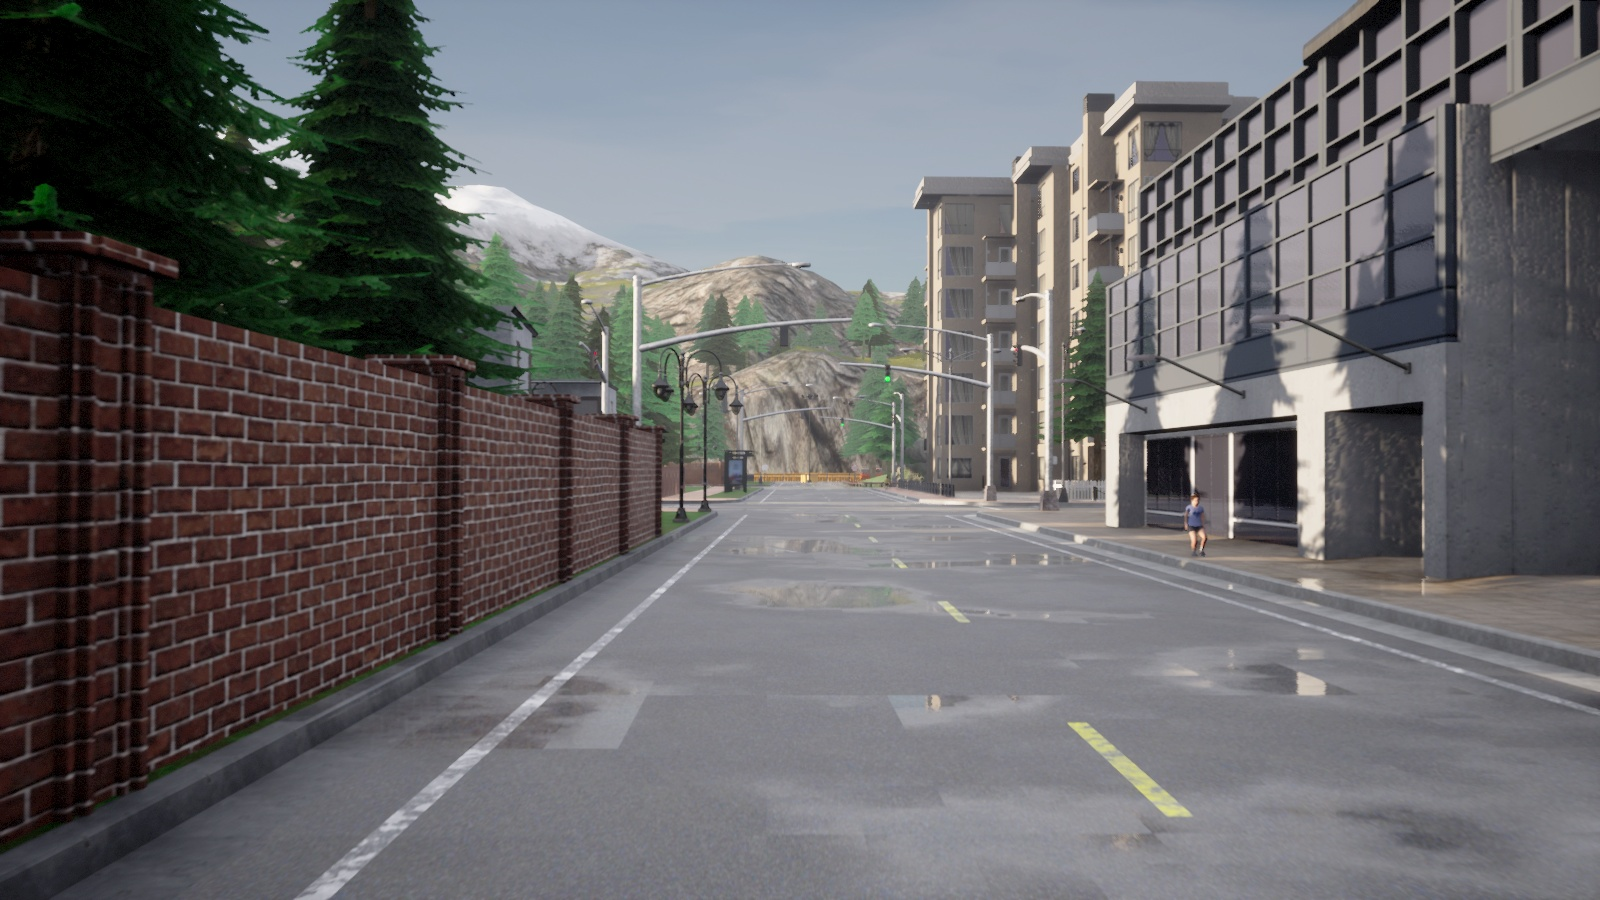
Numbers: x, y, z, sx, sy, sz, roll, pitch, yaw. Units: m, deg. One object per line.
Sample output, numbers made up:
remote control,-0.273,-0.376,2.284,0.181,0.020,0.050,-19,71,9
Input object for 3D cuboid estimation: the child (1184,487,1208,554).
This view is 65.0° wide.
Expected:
child,6.629,1.175,21.021,0.255,1.110,0.394,0,-1,-3
